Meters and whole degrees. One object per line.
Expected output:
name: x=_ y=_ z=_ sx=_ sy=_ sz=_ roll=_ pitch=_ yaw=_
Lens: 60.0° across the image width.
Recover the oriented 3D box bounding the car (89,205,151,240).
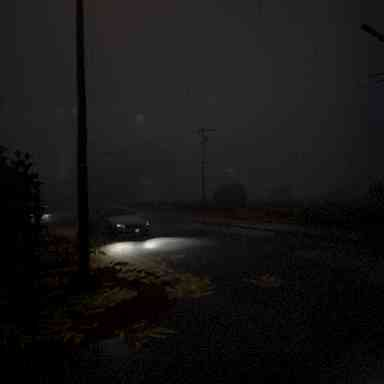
car: x=-3.795 y=1.414 z=16.644 sx=1.812 sy=1.442 sz=4.674 roll=-1 pitch=1 yaw=-36
